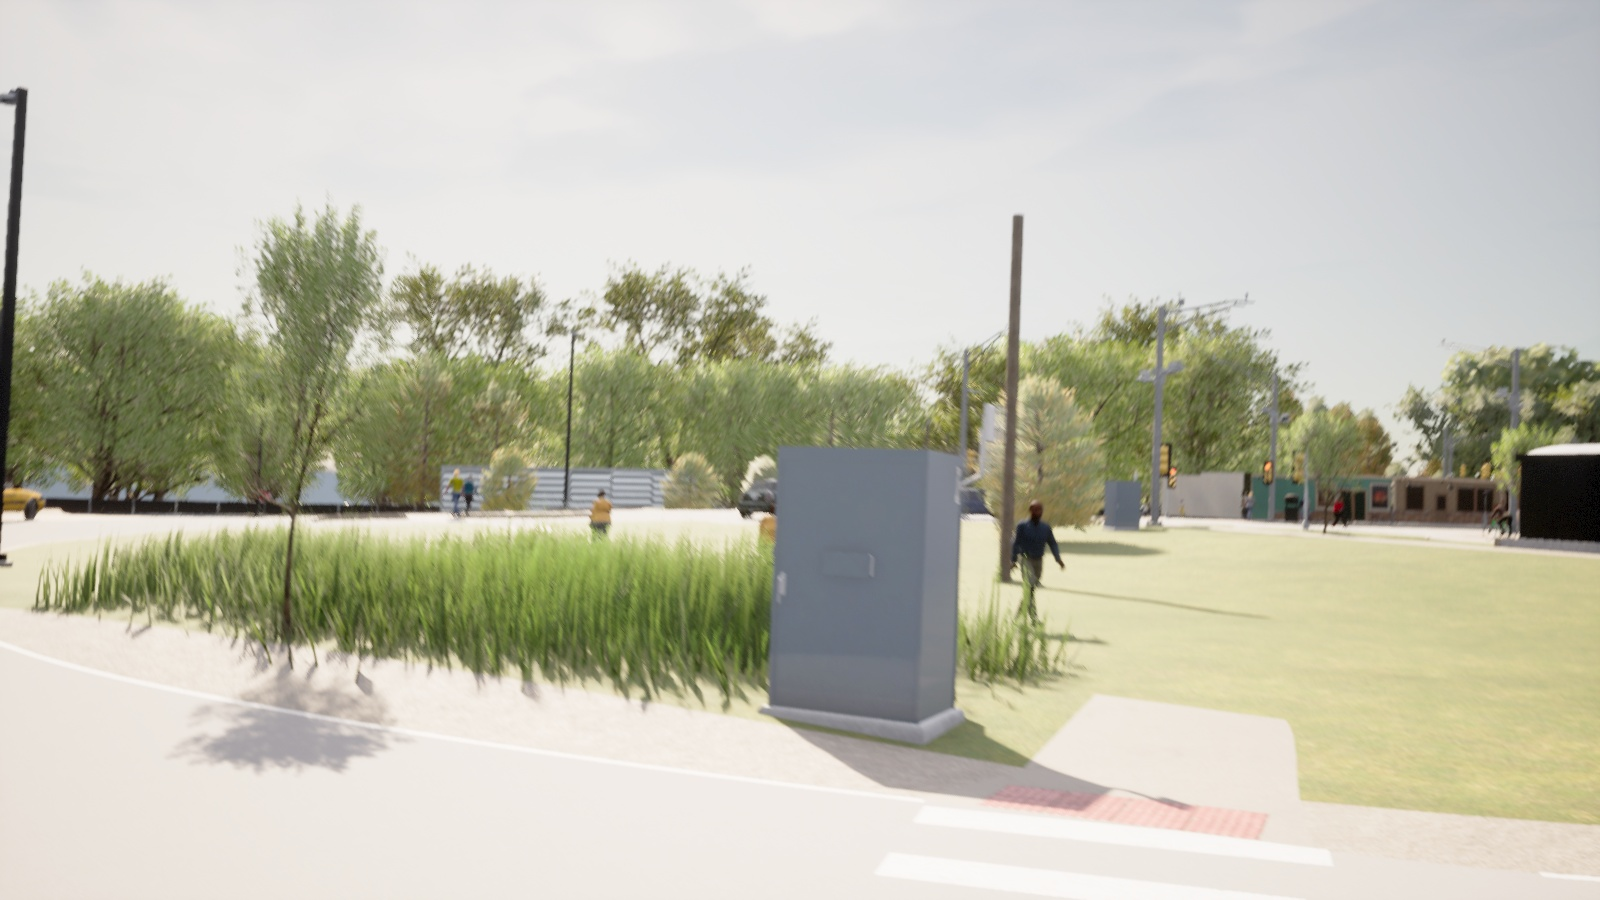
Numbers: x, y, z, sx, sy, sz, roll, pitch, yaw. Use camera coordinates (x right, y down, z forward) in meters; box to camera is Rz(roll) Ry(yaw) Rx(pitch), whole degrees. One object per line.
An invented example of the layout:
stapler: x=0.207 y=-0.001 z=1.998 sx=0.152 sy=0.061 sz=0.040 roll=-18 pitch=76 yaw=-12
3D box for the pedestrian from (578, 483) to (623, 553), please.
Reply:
pedestrian: x=-5.440 y=1.849 z=34.200 sx=0.874 sy=1.855 sz=0.900 roll=4 pitch=-2 yaw=-26

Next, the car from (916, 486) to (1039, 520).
car: x=8.239 y=2.460 z=58.142 sx=5.357 sy=1.411 sz=2.033 roll=3 pitch=-2 yaw=-26

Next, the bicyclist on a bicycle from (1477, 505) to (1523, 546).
bicyclist on a bicycle: x=29.231 y=3.147 z=52.450 sx=0.582 sy=1.620 sz=1.656 roll=3 pitch=-2 yaw=-20

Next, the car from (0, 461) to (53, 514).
car: x=-24.594 y=1.095 z=37.317 sx=1.801 sy=1.575 sz=5.366 roll=1 pitch=-1 yaw=-3

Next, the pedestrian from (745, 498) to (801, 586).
pedestrian: x=-0.603 y=2.016 z=27.702 sx=0.874 sy=1.855 sz=0.900 roll=3 pitch=-2 yaw=-22

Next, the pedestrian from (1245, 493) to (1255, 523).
pedestrian: x=27.375 y=3.537 z=76.429 sx=0.354 sy=1.836 sz=0.706 roll=2 pitch=-2 yaw=32

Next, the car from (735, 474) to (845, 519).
car: x=-0.394 y=1.939 z=53.184 sx=2.097 sy=1.767 sz=4.553 roll=0 pitch=-1 yaw=42

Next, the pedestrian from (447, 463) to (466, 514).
pedestrian: x=-12.737 y=1.421 z=46.567 sx=0.354 sy=1.836 sz=0.706 roll=4 pitch=-2 yaw=-36

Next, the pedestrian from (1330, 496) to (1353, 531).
pedestrian: x=29.178 y=3.417 z=67.701 sx=0.634 sy=1.844 sz=0.899 roll=3 pitch=-2 yaw=-23

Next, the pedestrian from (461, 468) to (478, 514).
pedestrian: x=-14.286 y=1.771 z=54.281 sx=0.396 sy=1.930 sz=0.692 roll=3 pitch=-2 yaw=6

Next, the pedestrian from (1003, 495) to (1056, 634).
pedestrian: x=3.132 y=1.546 z=17.161 sx=0.370 sy=1.835 sz=0.726 roll=3 pitch=-2 yaw=-14

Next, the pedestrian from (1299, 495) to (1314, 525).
pedestrian: x=31.764 y=3.745 z=78.751 sx=0.706 sy=1.836 sz=0.354 roll=3 pitch=-2 yaw=-17
